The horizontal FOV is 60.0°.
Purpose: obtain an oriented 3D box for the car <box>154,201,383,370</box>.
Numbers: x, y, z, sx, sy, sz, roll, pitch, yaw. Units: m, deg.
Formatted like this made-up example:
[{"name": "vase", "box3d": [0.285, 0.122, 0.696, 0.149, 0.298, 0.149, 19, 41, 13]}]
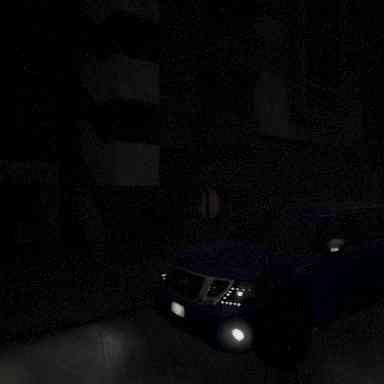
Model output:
[{"name": "car", "box3d": [2.062, 1.221, 6.071, 5.566, 2.045, 2.150, 0, 0, -35]}]
